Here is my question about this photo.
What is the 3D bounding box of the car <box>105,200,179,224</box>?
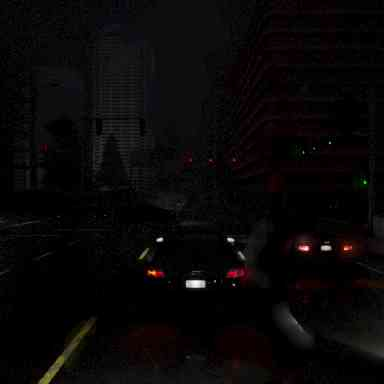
[{"bbox_3d":[-3.446,1.509,23.764,4.674,1.442,1.812,0,0,0],"label":"car"}]

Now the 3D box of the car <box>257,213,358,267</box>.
[{"bbox_3d":[3.599,1.547,11.398,2.033,1.411,5.357,0,0,0],"label":"car"}]

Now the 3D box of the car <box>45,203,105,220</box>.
[{"bbox_3d":[-9.330,1.586,27.224,4.718,1.301,1.895,0,0,0],"label":"car"}]

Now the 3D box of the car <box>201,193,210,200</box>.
[{"bbox_3d":[3.574,1.207,90.442,2.150,2.045,5.566,0,0,0],"label":"car"}]

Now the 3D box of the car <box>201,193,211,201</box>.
[{"bbox_3d":[3.566,1.493,80.558,1.837,1.490,4.892,0,0,0],"label":"car"}]

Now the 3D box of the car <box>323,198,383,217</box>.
[{"bbox_3d":[13.562,1.296,27.927,4.553,1.767,2.097,0,0,-7],"label":"car"}]

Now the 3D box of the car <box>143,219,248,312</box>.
[{"bbox_3d":[0.075,1.564,7.778,1.994,1.385,4.181,0,0,0],"label":"car"}]

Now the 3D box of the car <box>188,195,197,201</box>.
[{"bbox_3d":[0.066,1.534,81.417,2.033,1.411,5.357,0,0,0],"label":"car"}]

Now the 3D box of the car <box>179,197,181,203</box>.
[{"bbox_3d":[-3.521,1.352,60.650,2.097,1.767,4.553,0,0,0],"label":"car"}]

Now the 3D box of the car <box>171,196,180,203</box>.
[{"bbox_3d":[-3.443,1.524,70.629,1.812,1.442,4.674,0,0,0],"label":"car"}]

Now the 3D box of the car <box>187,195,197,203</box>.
[{"bbox_3d":[0.085,1.501,71.071,1.837,1.490,4.892,0,0,0],"label":"car"}]

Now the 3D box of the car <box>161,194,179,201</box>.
[{"bbox_3d":[-3.554,1.491,50.726,2.128,1.511,4.902,0,0,0],"label":"car"}]
